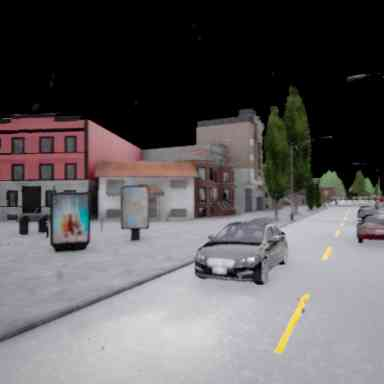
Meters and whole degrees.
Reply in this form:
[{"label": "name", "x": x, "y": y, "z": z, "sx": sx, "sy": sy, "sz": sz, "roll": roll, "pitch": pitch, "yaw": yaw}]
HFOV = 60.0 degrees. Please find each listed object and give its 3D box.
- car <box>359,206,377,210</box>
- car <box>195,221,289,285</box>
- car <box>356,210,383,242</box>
[{"label": "car", "x": 17.339, "y": 2.100, "z": 32.793, "sx": 2.033, "sy": 1.411, "sz": 5.357, "roll": -1, "pitch": -1, "yaw": 26}, {"label": "car", "x": 1.747, "y": 1.696, "z": 10.345, "sx": 2.128, "sy": 1.511, "sz": 4.902, "roll": -1, "pitch": -1, "yaw": 26}, {"label": "car", "x": 9.899, "y": 1.862, "z": 17.710, "sx": 1.994, "sy": 1.385, "sz": 4.181, "roll": -1, "pitch": -1, "yaw": 27}]
